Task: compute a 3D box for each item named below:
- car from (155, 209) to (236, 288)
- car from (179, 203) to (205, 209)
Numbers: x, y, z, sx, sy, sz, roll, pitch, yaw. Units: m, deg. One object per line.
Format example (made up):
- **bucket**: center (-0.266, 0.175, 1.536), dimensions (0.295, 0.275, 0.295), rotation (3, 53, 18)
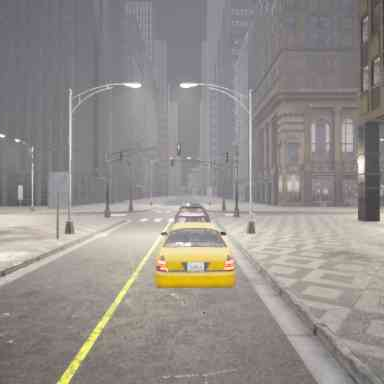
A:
- **car**: center (0.050, 1.463, 9.192), dimensions (1.801, 1.575, 5.366), rotation (0, 0, -1)
- **car**: center (-0.009, 1.455, 19.334), dimensions (2.033, 1.649, 4.856), rotation (0, 0, -1)
